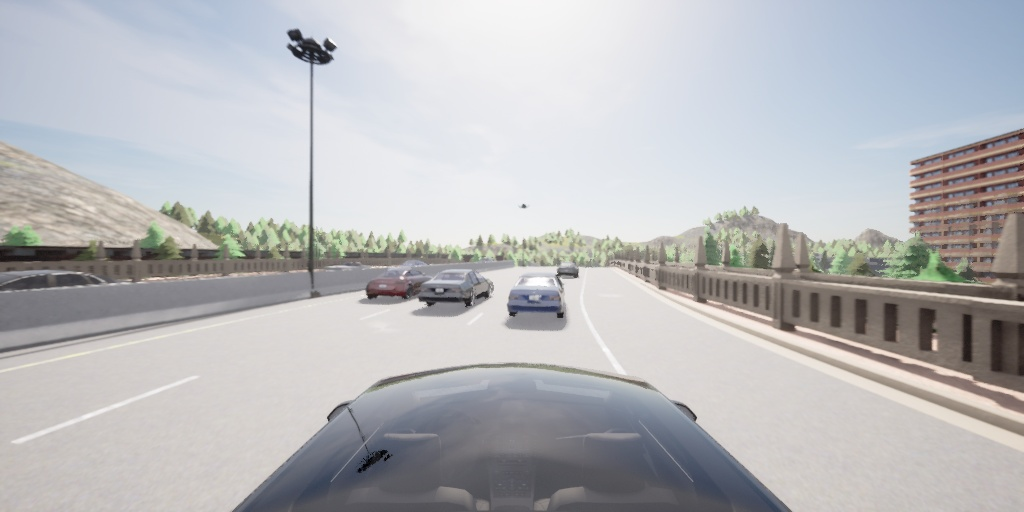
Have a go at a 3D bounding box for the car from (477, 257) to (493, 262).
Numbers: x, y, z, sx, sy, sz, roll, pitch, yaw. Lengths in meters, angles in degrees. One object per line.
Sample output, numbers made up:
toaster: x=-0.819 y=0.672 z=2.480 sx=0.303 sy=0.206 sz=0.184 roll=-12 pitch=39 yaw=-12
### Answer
car: x=-4.261 y=1.012 z=56.809 sx=2.097 sy=1.767 sz=4.553 roll=0 pitch=0 yaw=12

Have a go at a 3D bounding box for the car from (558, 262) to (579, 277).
car: x=5.423 y=1.298 z=34.819 sx=1.994 sy=1.385 sz=4.181 roll=0 pitch=0 yaw=12

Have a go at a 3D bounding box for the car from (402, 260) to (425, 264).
car: x=-11.357 y=1.174 z=40.827 sx=1.812 sy=1.442 sz=4.674 roll=0 pitch=0 yaw=13

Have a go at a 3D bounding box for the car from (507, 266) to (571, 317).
car: x=1.012 y=1.288 z=13.155 sx=2.033 sy=1.411 sz=5.357 roll=0 pitch=0 yaw=8

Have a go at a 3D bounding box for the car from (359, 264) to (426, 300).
car: x=-5.267 y=1.270 z=17.505 sx=1.994 sy=1.385 sz=4.181 roll=0 pitch=0 yaw=10

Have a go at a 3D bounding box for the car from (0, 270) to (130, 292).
car: x=-13.555 y=1.182 z=9.835 sx=1.837 sy=1.490 sz=4.892 roll=0 pitch=0 yaw=5

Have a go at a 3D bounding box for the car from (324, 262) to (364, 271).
car: x=-16.152 y=1.235 z=35.242 sx=1.895 sy=1.301 sz=4.718 roll=0 pitch=0 yaw=13

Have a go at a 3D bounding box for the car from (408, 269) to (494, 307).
car: x=-2.182 y=1.270 z=15.284 sx=2.033 sy=1.411 sz=5.357 roll=0 pitch=0 yaw=10
